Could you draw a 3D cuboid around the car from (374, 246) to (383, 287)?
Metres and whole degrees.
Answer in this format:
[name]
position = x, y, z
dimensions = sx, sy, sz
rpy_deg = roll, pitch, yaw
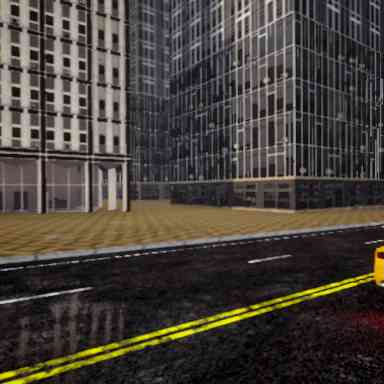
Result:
[car]
position = 6.356, 1.541, 7.996
dimensions = 5.008, 1.535, 1.882
rpy_deg = 0, 0, -35
